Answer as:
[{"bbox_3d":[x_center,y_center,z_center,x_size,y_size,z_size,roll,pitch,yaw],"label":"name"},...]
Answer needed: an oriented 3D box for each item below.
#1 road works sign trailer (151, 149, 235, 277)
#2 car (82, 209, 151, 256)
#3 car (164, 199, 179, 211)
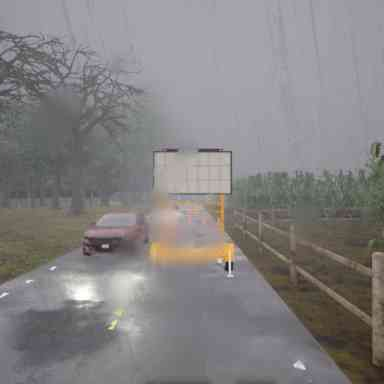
[{"bbox_3d":[0.018,0.477,10.263,2.380,3.560,2.880,0,0,0],"label":"road works sign trailer"},{"bbox_3d":[-2.824,1.500,13.332,1.882,1.535,5.008,0,0,0],"label":"car"},{"bbox_3d":[-2.671,1.686,42.114,2.128,1.511,4.902,0,0,0],"label":"car"}]
